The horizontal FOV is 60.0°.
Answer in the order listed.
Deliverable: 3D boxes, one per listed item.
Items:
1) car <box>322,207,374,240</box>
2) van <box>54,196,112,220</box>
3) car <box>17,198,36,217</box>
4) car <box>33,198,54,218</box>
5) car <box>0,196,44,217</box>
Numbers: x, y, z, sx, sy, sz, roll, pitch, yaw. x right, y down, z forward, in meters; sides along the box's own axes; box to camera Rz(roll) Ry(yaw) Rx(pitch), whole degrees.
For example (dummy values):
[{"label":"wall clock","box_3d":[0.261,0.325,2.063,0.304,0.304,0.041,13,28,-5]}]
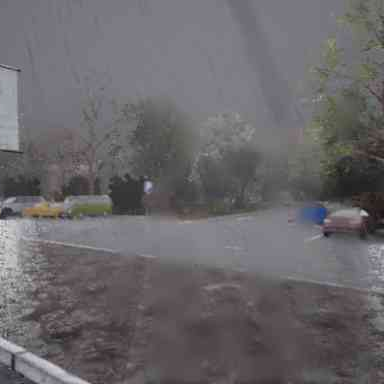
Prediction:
[{"label":"car","box_3d":[7.954,1.481,16.847,2.002,1.452,4.674,0,0,35]},{"label":"van","box_3d":[-9.128,1.311,28.711,1.878,1.987,4.442,-1,-1,35]},{"label":"car","box_3d":[-13.419,1.622,32.087,1.946,1.575,5.366,-1,-1,35]},{"label":"car","box_3d":[-11.240,1.576,30.560,1.946,1.575,5.366,-1,-1,35]},{"label":"car","box_3d":[-18.227,1.494,35.195,2.435,2.045,5.566,-2,-1,35]}]
